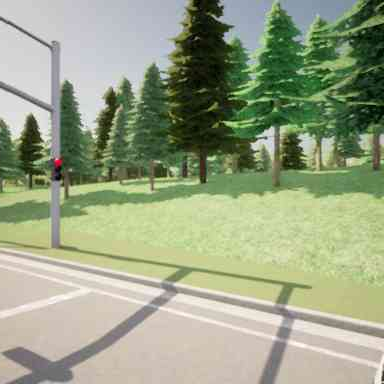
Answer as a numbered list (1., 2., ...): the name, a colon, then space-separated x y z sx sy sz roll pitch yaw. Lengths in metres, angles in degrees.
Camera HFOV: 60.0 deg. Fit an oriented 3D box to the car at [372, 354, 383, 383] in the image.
1. car: 3.381 1.353 1.583 4.553 1.767 2.097 0 0 35
